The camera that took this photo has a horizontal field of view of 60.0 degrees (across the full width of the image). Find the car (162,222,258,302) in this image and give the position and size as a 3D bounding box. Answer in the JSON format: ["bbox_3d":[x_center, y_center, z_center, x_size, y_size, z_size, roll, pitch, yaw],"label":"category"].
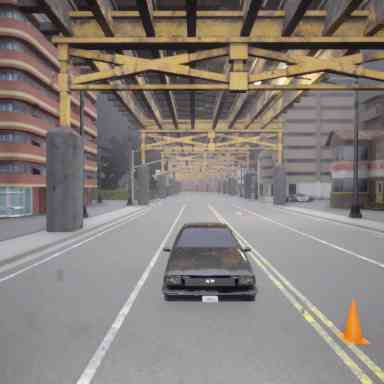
[{"bbox_3d":[0.360,1.534,8.666,2.033,1.411,5.357,0,0,1],"label":"car"}]

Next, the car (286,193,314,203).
[{"bbox_3d":[17.458,1.008,54.781,4.974,1.542,2.038,0,1,-20],"label":"car"}]

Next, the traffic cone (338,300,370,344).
[{"bbox_3d":[2.453,1.949,5.059,0.340,0.580,0.340,0,0,0],"label":"traffic cone"}]

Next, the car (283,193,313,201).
[{"bbox_3d":[17.507,0.850,54.797,4.536,1.218,1.853,0,1,-20],"label":"car"}]

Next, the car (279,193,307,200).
[{"bbox_3d":[17.853,0.803,58.915,4.536,1.218,1.853,0,1,25],"label":"car"}]

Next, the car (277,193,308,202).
[{"bbox_3d":[17.806,0.960,58.938,4.974,1.542,2.038,0,1,25],"label":"car"}]
